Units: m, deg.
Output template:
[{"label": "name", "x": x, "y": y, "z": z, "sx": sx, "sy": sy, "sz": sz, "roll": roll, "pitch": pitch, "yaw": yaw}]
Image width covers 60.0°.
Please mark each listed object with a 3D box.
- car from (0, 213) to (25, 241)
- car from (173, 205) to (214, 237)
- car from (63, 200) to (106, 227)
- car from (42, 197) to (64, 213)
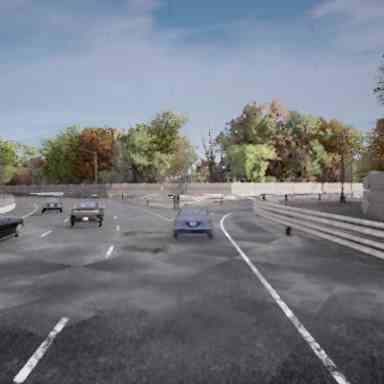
[{"label": "car", "x": -8.565, "y": 1.484, "z": 13.721, "sx": 1.895, "sy": 1.301, "sz": 4.718, "roll": 0, "pitch": 1, "yaw": -10}, {"label": "car", "x": 0.113, "y": 1.360, "z": 16.603, "sx": 2.033, "sy": 1.411, "sz": 5.357, "roll": 0, "pitch": 1, "yaw": 2}, {"label": "car", "x": -6.568, "y": 1.282, "z": 21.196, "sx": 2.128, "sy": 1.511, "sz": 4.902, "roll": 0, "pitch": 1, "yaw": -13}, {"label": "car", "x": -13.702, "y": 1.239, "z": 32.877, "sx": 2.033, "sy": 1.411, "sz": 5.357, "roll": 0, "pitch": 1, "yaw": -20}]
